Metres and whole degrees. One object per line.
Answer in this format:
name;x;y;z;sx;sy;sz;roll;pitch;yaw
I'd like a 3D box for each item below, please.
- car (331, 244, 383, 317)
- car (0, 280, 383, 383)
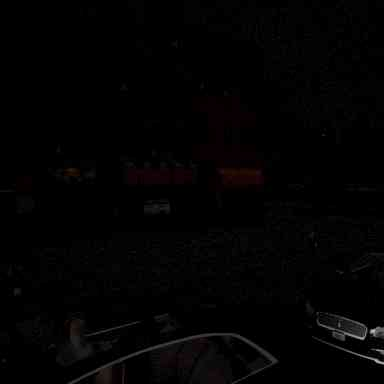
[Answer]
car;3.595;1.548;5.408;4.403;1.369;2.008;0;-2;-36
car;-0.837;1.550;2.238;4.403;1.369;2.008;0;-2;-36
